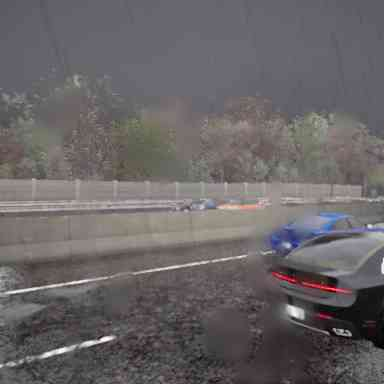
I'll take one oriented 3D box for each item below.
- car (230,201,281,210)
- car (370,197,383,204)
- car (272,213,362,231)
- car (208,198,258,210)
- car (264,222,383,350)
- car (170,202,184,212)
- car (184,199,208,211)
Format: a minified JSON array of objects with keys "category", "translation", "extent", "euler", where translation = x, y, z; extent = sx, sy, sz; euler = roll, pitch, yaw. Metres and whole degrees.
[{"category":"car","translation":[5.481,1.605,25.099],"extent":[4.718,1.301,1.895],"euler":[0,0,-35]},{"category":"car","translation":[33.023,1.581,57.530],"extent":[5.357,1.411,2.033],"euler":[0,0,-35]},{"category":"car","translation":[4.892,1.478,11.536],"extent":[5.008,1.535,1.882],"euler":[0,0,-36]},{"category":"car","translation":[4.018,1.356,28.353],"extent":[4.553,1.767,2.097],"euler":[0,0,-35]},{"category":"car","translation":[3.468,1.503,6.220],"extent":[4.892,1.490,1.837],"euler":[0,0,-36]},{"category":"car","translation":[0.063,1.510,34.129],"extent":[4.892,1.490,1.837],"euler":[0,0,-35]},{"category":"car","translation":[1.996,1.357,31.209],"extent":[4.553,1.767,2.097],"euler":[0,0,-35]}]
